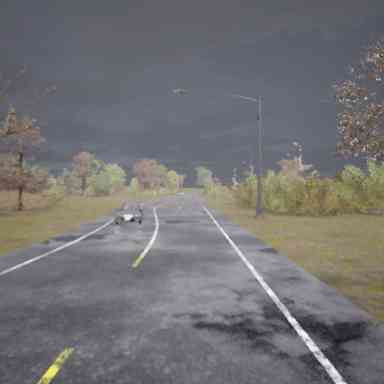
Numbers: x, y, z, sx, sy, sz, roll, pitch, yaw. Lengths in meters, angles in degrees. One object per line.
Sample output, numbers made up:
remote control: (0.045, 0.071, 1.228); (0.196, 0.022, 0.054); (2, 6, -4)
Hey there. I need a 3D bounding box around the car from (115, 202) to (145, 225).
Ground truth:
car: (-4.407, 1.477, 24.000); (2.128, 1.511, 4.902); (0, 0, -6)
